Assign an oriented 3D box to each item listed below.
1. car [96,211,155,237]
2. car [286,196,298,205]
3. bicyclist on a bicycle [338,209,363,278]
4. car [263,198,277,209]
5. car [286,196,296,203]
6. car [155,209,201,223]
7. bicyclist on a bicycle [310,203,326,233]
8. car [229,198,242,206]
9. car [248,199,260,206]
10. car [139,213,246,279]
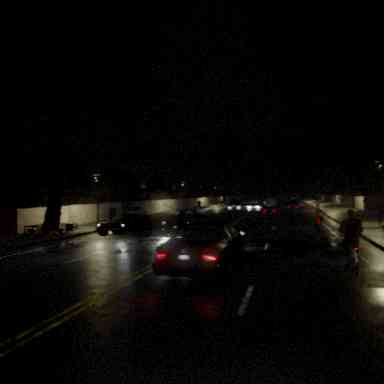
[{"bbox_3d":[-3.761,1.857,19.862,1.895,1.301,4.718,-2,0,16],"label":"car"},{"bbox_3d":[17.666,1.581,58.605,1.812,1.442,4.674,-2,-1,16],"label":"car"},{"bbox_3d":[4.328,1.339,9.110,0.659,1.776,1.843,-2,0,16],"label":"bicyclist on a bicycle"},{"bbox_3d":[11.512,1.644,48.881,1.812,1.442,4.674,-2,-1,16],"label":"car"},{"bbox_3d":[22.282,1.629,75.053,2.128,1.511,4.902,-2,-1,16],"label":"car"},{"bbox_3d":[-0.351,1.737,19.970,1.994,1.385,4.181,-2,0,16],"label":"car"},{"bbox_3d":[6.916,1.416,18.241,0.866,1.612,1.509,-2,0,16],"label":"bicyclist on a bicycle"},{"bbox_3d":[7.930,1.788,60.505,1.882,1.535,5.008,-2,0,16],"label":"car"},{"bbox_3d":[11.145,1.827,59.913,1.895,1.301,4.718,-2,-1,17],"label":"car"},{"bbox_3d":[0.498,1.621,10.407,2.033,1.411,5.357,-2,0,16],"label":"car"}]
